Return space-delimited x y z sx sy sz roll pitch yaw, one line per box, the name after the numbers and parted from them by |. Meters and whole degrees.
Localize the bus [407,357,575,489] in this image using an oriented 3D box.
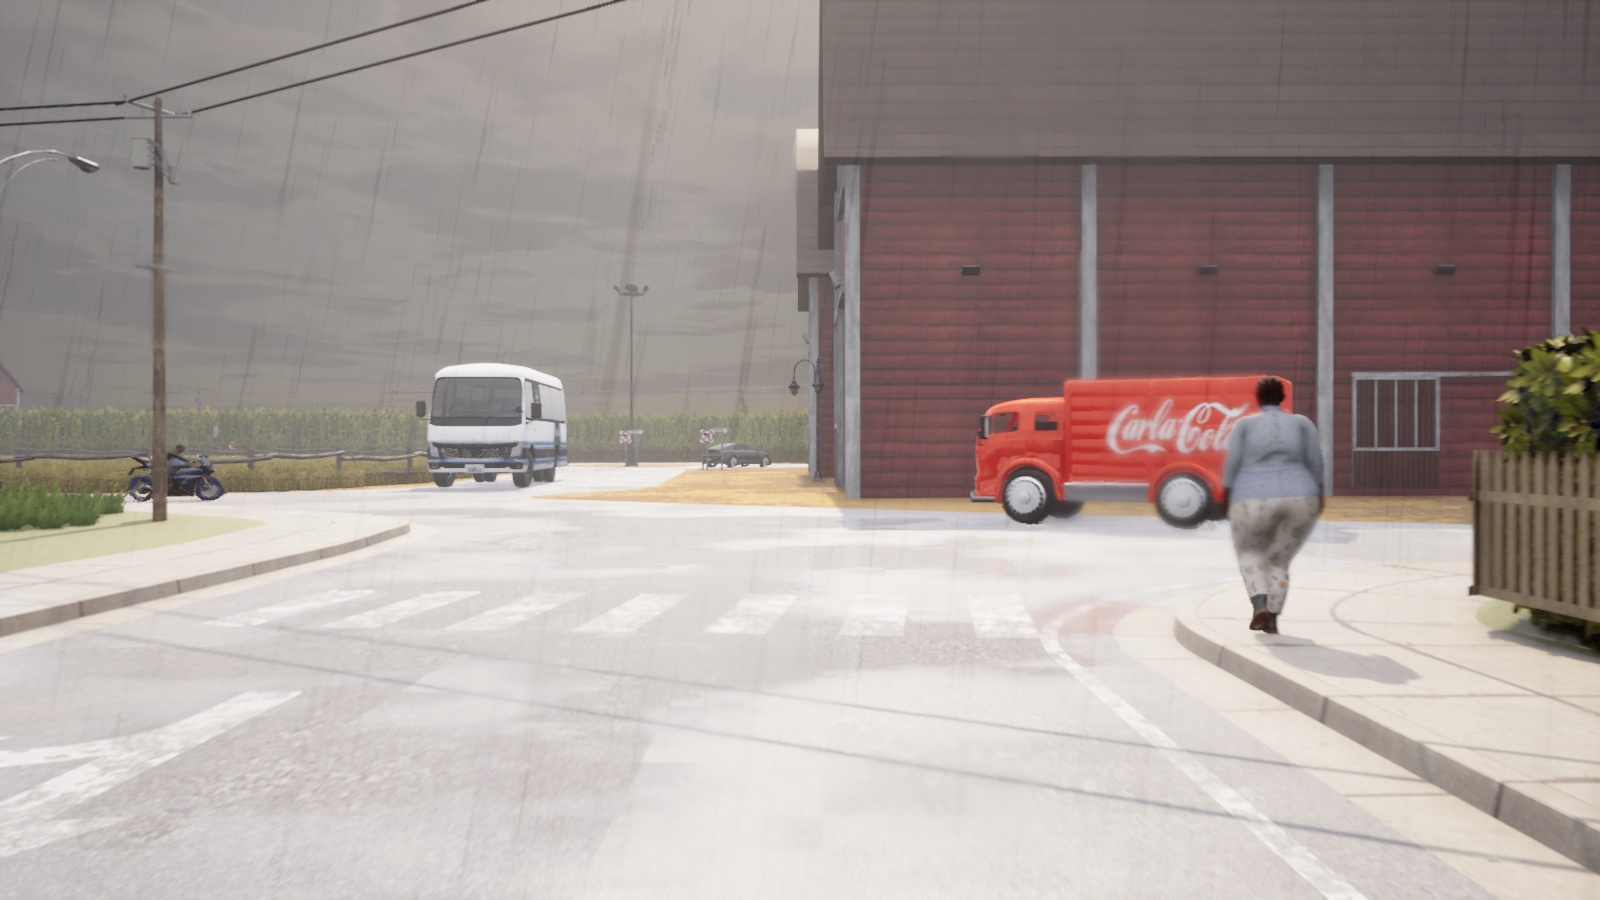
-10.844 -0.895 45.473 3.944 4.253 10.273 0 0 -2 | bus

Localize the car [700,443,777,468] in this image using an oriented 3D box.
-3.685 0.321 75.813 1.837 1.490 4.892 0 0 40 | car

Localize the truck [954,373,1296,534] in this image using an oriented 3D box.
5.581 0.049 21.613 5.204 2.467 2.627 0 0 29 | truck

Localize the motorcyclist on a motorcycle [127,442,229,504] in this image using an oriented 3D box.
-15.847 0.576 32.039 2.191 1.530 0.866 0 -1 -14 | motorcyclist on a motorcycle

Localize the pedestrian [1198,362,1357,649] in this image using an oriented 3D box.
3.253 0.356 8.642 0.874 1.855 0.900 0 0 11 | pedestrian
